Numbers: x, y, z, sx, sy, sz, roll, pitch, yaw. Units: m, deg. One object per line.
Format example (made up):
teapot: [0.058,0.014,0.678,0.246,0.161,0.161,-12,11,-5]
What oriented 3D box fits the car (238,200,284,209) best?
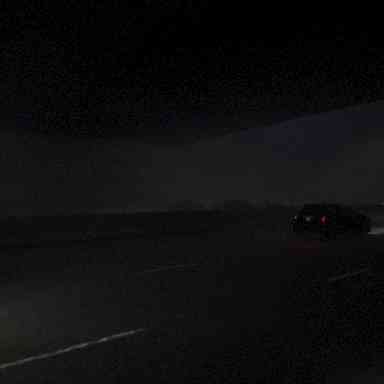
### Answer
car: [6.826,1.626,30.328,4.718,1.301,1.895,0,0,-35]

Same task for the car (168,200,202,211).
car: [-0.690,1.587,37.865,4.181,1.385,1.994,0,0,-35]

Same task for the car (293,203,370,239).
car: [7.472,1.370,17.658,4.553,1.767,2.097,0,0,-35]

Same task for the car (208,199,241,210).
car: [4.035,1.502,32.637,5.008,1.535,1.882,0,0,-35]

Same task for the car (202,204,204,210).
car: [3.947,1.518,36.867,4.902,1.511,2.128,0,0,-35]
